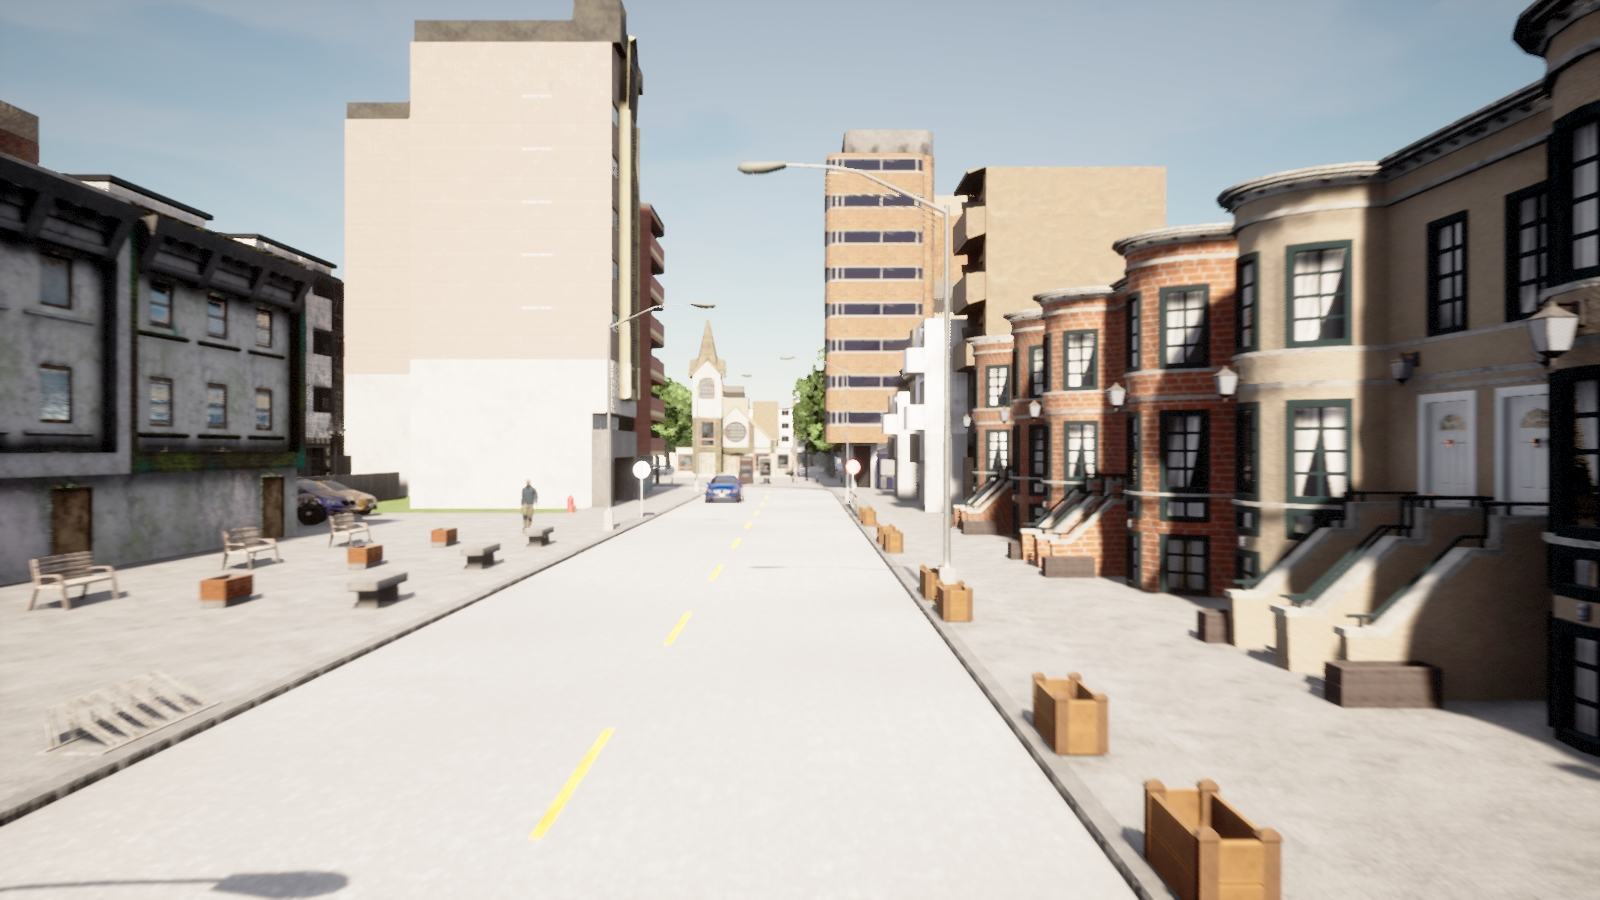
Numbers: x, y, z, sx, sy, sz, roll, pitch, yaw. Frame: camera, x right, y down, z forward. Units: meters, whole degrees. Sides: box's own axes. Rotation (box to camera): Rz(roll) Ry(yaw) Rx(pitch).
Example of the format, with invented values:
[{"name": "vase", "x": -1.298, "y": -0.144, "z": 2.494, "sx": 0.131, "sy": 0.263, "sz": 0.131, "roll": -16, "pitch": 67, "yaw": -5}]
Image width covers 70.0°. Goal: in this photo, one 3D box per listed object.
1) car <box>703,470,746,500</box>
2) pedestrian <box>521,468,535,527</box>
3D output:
[{"name": "car", "x": -4.038, "y": 1.861, "z": 61.471, "sx": 2.002, "sy": 1.442, "sz": 4.674, "roll": 0, "pitch": 0, "yaw": 0}, {"name": "pedestrian", "x": -8.711, "y": 1.526, "z": 36.597, "sx": 0.375, "sy": 1.860, "sz": 0.375, "roll": 0, "pitch": 0, "yaw": -3}]
